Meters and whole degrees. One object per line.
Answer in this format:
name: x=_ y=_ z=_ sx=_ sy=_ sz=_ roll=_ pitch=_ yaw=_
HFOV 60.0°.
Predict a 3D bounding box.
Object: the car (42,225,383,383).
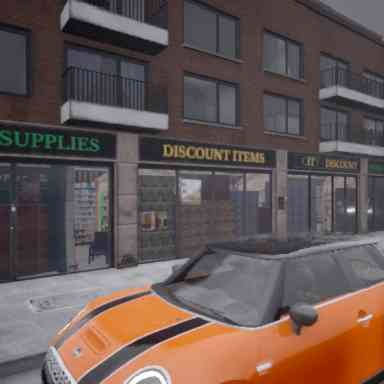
car: x=0.743 y=1.352 z=3.885 sx=4.553 sy=1.767 sz=2.097 roll=0 pitch=0 yaw=-35
